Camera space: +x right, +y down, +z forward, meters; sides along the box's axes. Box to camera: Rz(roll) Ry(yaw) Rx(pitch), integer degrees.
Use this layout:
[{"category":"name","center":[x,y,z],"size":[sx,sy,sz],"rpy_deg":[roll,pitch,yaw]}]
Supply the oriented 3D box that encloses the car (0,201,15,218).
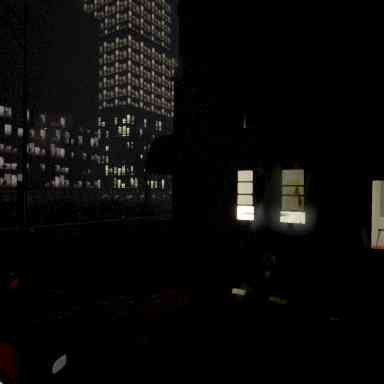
[{"category":"car","center":[-17.556,1.543,29.373],"size":[1.837,1.490,4.892],"rpy_deg":[1,0,34]}]

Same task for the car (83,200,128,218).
[{"category":"car","center":[-8.631,1.731,31.956],"size":[1.947,1.339,4.313],"rpy_deg":[1,0,34]}]

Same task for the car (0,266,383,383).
[{"category":"car","center":[-0.024,1.544,2.839],"size":[4.507,1.381,1.887],"rpy_deg":[0,1,34]}]

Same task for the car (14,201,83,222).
[{"category":"car","center":[-11.721,1.690,27.428],"size":[2.008,1.369,4.403],"rpy_deg":[1,0,34]}]

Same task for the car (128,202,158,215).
[{"category":"car","center":[-5.543,1.773,36.483],"size":[1.802,1.307,4.206],"rpy_deg":[1,0,34]}]

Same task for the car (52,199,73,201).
[{"category":"car","center":[-15.167,1.474,37.700],"size":[1.967,1.590,4.097],"rpy_deg":[1,0,34]}]
